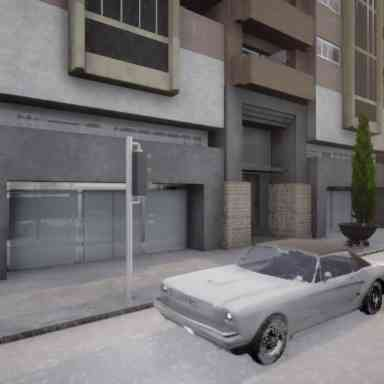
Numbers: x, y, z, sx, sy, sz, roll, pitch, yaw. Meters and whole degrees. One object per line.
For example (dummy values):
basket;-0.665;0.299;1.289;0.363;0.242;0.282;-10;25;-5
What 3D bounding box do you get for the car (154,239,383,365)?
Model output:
car;1.718;1.601;5.955;4.718;1.301;1.895;0;0;-37
